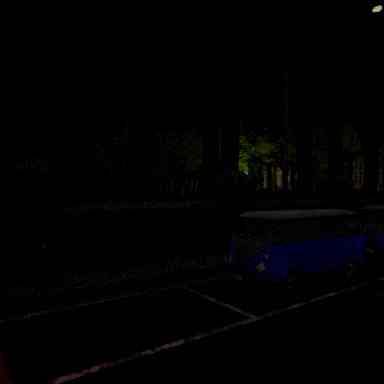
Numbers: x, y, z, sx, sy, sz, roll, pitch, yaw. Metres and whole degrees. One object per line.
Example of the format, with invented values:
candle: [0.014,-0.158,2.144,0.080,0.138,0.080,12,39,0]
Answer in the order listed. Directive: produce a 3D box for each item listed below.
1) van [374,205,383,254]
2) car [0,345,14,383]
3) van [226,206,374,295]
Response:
van: [7.312,1.338,11.744,3.998,1.788,1.690,0,0,-35]
car: [-3.085,1.352,1.176,4.553,1.767,2.097,0,0,-35]
van: [2.705,1.340,8.460,3.998,1.788,1.690,0,0,-35]
